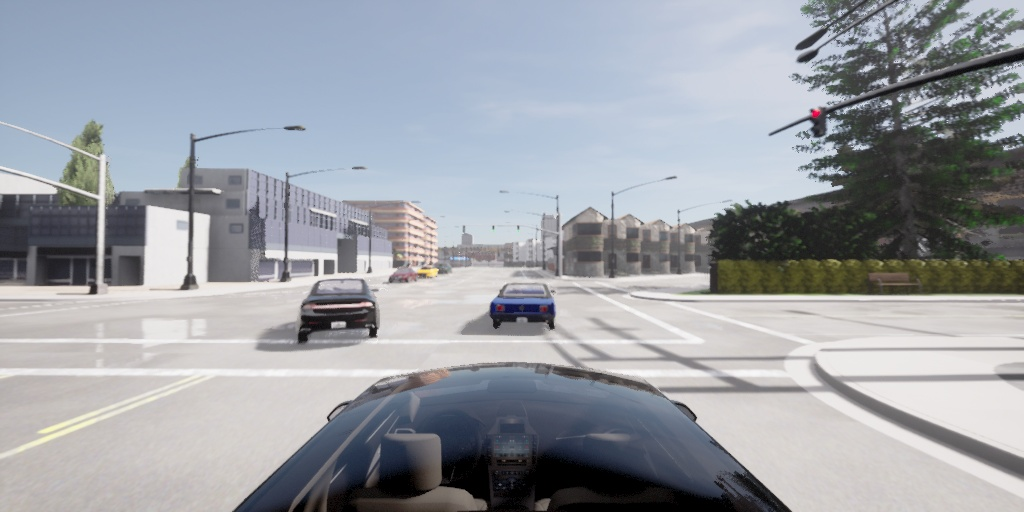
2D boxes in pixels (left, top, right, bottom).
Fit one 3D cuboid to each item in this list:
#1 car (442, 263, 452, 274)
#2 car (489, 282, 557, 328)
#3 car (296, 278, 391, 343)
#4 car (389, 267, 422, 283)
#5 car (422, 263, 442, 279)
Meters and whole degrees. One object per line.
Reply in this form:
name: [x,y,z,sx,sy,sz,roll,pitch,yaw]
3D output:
car: [-10.525,1.875,55.035,2.097,1.767,4.553,0,0,1]
car: [0.521,1.522,12.095,1.895,1.301,4.718,0,-1,6]
car: [-4.945,1.386,10.368,2.128,1.511,4.902,1,-1,-24]
car: [-10.587,1.889,35.368,1.812,1.442,4.674,0,-1,0]
car: [-10.579,1.978,44.886,1.882,1.535,5.008,0,0,0]
